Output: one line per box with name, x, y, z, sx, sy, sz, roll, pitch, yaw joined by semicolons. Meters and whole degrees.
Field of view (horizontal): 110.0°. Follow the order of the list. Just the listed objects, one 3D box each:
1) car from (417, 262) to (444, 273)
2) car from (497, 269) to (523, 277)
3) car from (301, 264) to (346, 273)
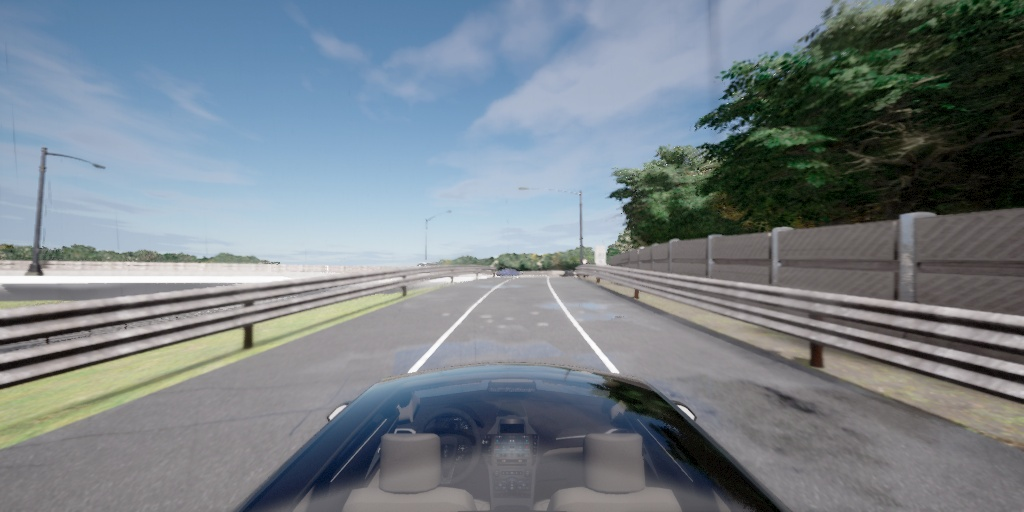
car;-11.029;1.974;51.496;5.566;2.045;2.150;3;-4;-43
car;-0.350;2.974;62.771;2.033;1.411;5.357;-3;-4;39
car;-22.226;1.724;42.397;4.674;1.442;1.812;3;-4;-37
